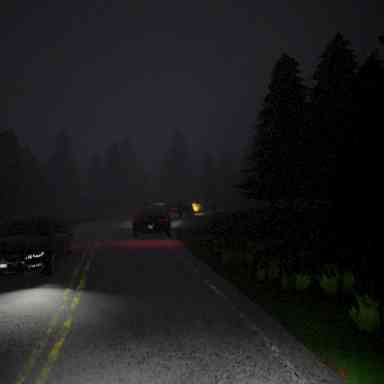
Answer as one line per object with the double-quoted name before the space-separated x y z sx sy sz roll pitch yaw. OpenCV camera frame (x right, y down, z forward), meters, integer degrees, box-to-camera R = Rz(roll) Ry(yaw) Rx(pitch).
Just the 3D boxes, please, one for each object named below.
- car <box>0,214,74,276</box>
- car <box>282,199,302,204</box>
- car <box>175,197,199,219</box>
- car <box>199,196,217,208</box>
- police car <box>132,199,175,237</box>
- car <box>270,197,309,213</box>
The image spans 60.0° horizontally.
"car" -4.867 1.478 10.188 1.837 1.490 4.892 0 0 -11
"car" 13.051 1.906 46.353 5.357 1.411 2.033 4 -6 -27
"car" -1.142 1.355 27.069 1.837 1.490 4.892 -2 1 15
"car" 0.832 1.213 32.438 1.801 1.575 5.366 -3 0 26
"police car" -2.057 1.379 18.030 1.930 1.638 5.238 0 1 -3
"car" 14.825 2.035 50.510 5.566 2.045 2.150 5 -6 -21
